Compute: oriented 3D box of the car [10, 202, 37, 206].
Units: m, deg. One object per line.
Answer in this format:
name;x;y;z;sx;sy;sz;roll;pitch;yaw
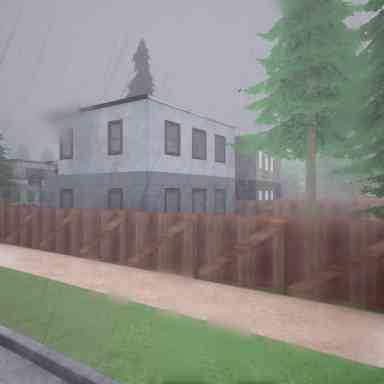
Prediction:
car;-15.332;1.582;29.320;1.895;1.301;4.718;0;0;28
